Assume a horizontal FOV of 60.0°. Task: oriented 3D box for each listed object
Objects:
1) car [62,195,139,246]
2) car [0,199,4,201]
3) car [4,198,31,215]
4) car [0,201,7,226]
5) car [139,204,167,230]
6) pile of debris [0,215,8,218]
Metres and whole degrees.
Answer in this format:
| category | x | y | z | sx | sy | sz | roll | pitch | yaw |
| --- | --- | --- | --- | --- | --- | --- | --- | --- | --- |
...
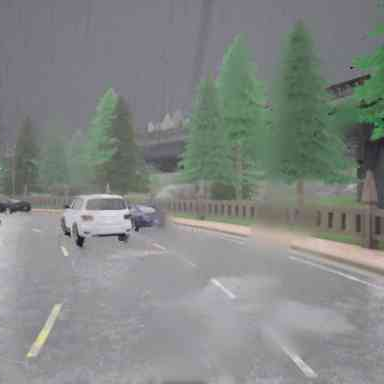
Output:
| category | x | y | z | sx | sy | sz | roll | pitch | yaw |
| --- | --- | --- | --- | --- | --- | --- | --- | --- | --- |
| car | -4.537 | 1.148 | 15.359 | 2.150 | 2.045 | 5.566 | 0 | 0 | -29 |
| car | -19.510 | 1.097 | 29.010 | 5.566 | 2.045 | 2.150 | 0 | 0 | 25 |
| car | -17.647 | 1.337 | 31.824 | 5.008 | 1.535 | 1.882 | 0 | 0 | 27 |
| car | -13.620 | 1.436 | 20.791 | 4.674 | 1.442 | 1.812 | 0 | 0 | 40 |
| car | -3.103 | 1.427 | 19.459 | 1.812 | 1.442 | 4.674 | 0 | 0 | -33 |
| pile of debris | -16.586 | 2.055 | 27.657 | 1.860 | 0.140 | 1.500 | 0 | 0 | 30 |
